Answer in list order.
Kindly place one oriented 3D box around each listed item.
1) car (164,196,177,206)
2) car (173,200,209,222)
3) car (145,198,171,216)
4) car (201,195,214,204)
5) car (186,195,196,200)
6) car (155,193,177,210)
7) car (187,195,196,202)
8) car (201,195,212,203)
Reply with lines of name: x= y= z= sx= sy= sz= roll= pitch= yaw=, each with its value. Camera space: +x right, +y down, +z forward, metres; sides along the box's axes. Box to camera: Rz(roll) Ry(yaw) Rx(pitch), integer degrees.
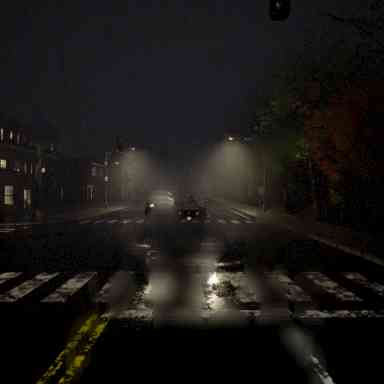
car: x=-3.448 y=1.485 z=53.619 sx=1.837 sy=1.490 sz=4.892 roll=0 pitch=0 yaw=0
car: x=0.031 y=1.593 z=26.207 sx=1.895 sy=1.301 sz=4.718 roll=0 pitch=0 yaw=7
car: x=-3.414 y=1.554 z=32.750 sx=1.994 sy=1.385 sz=4.181 roll=0 pitch=0 yaw=0
car: x=3.208 y=1.577 z=63.245 sx=1.895 sy=1.301 sz=4.718 roll=0 pitch=0 yaw=0
car: x=-0.040 y=1.523 z=62.704 sx=2.033 sy=1.411 sz=5.357 roll=0 pitch=0 yaw=0
car: x=-3.431 y=1.206 z=43.151 sx=2.150 sy=2.045 sz=5.566 roll=0 pitch=0 yaw=0
car: x=-0.168 y=1.470 z=73.297 sx=1.837 sy=1.490 sz=4.892 roll=0 pitch=0 yaw=0
car: x=3.082 y=1.494 z=73.250 sx=2.128 sy=1.511 sz=4.902 roll=0 pitch=0 yaw=0
